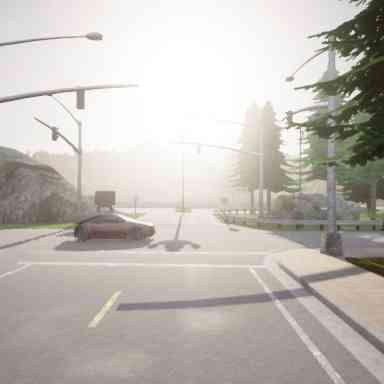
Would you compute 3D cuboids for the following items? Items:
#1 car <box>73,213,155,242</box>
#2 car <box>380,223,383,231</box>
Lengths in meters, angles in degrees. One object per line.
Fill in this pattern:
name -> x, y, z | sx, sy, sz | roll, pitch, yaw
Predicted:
car -> -4.063, 1.834, 17.646 | 4.181, 1.385, 1.994 | 0, -1, 1
car -> 15.028, 2.081, 21.092 | 5.357, 1.411, 2.033 | 0, -1, -2
